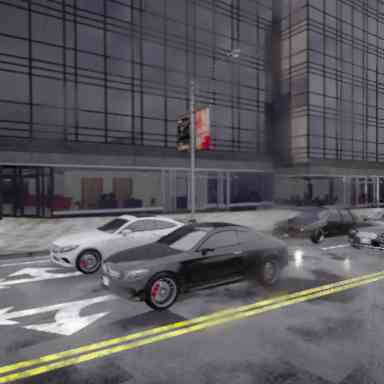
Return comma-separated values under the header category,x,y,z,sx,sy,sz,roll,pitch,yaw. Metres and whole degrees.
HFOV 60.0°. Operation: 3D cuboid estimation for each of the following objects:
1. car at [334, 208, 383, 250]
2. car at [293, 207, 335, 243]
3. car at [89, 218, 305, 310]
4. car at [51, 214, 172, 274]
category,x,y,z,sx,sy,sz,roll,pitch,yaw
car,8.022,1.415,12.802,4.902,1.511,2.128,0,1,-33
car,6.205,1.440,15.498,5.357,1.411,2.033,0,1,-33
car,0.282,1.459,7.722,4.674,1.442,1.812,0,1,-34
car,-1.817,1.429,10.249,4.674,1.442,1.812,0,1,-32
